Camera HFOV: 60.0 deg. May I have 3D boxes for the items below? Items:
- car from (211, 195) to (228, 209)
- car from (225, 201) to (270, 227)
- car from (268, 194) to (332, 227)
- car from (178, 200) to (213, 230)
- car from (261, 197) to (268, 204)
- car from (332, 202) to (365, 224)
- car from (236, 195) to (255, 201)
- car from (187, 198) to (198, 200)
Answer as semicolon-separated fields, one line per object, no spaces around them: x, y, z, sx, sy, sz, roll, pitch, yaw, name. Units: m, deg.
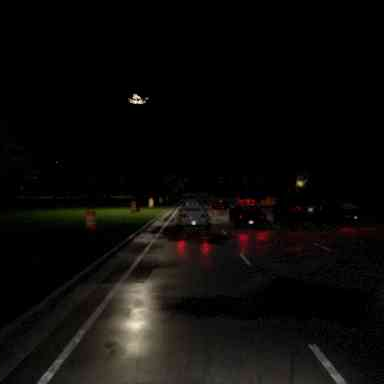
3.599;1.224;43.714;2.097;1.767;4.553;0;0;0;car
3.600;1.535;22.440;1.895;1.301;4.718;0;0;0;car
7.100;1.155;22.580;2.150;2.045;5.566;0;0;0;car
0.097;1.465;20.648;1.812;1.442;4.674;0;0;0;car
10.600;1.346;45.071;1.882;1.535;5.008;0;0;0;car
10.601;1.456;23.843;1.812;1.442;4.674;0;0;0;car
7.098;1.224;44.017;2.097;1.767;4.553;0;0;0;car
0.101;1.427;41.181;2.033;1.411;5.357;0;0;0;car
